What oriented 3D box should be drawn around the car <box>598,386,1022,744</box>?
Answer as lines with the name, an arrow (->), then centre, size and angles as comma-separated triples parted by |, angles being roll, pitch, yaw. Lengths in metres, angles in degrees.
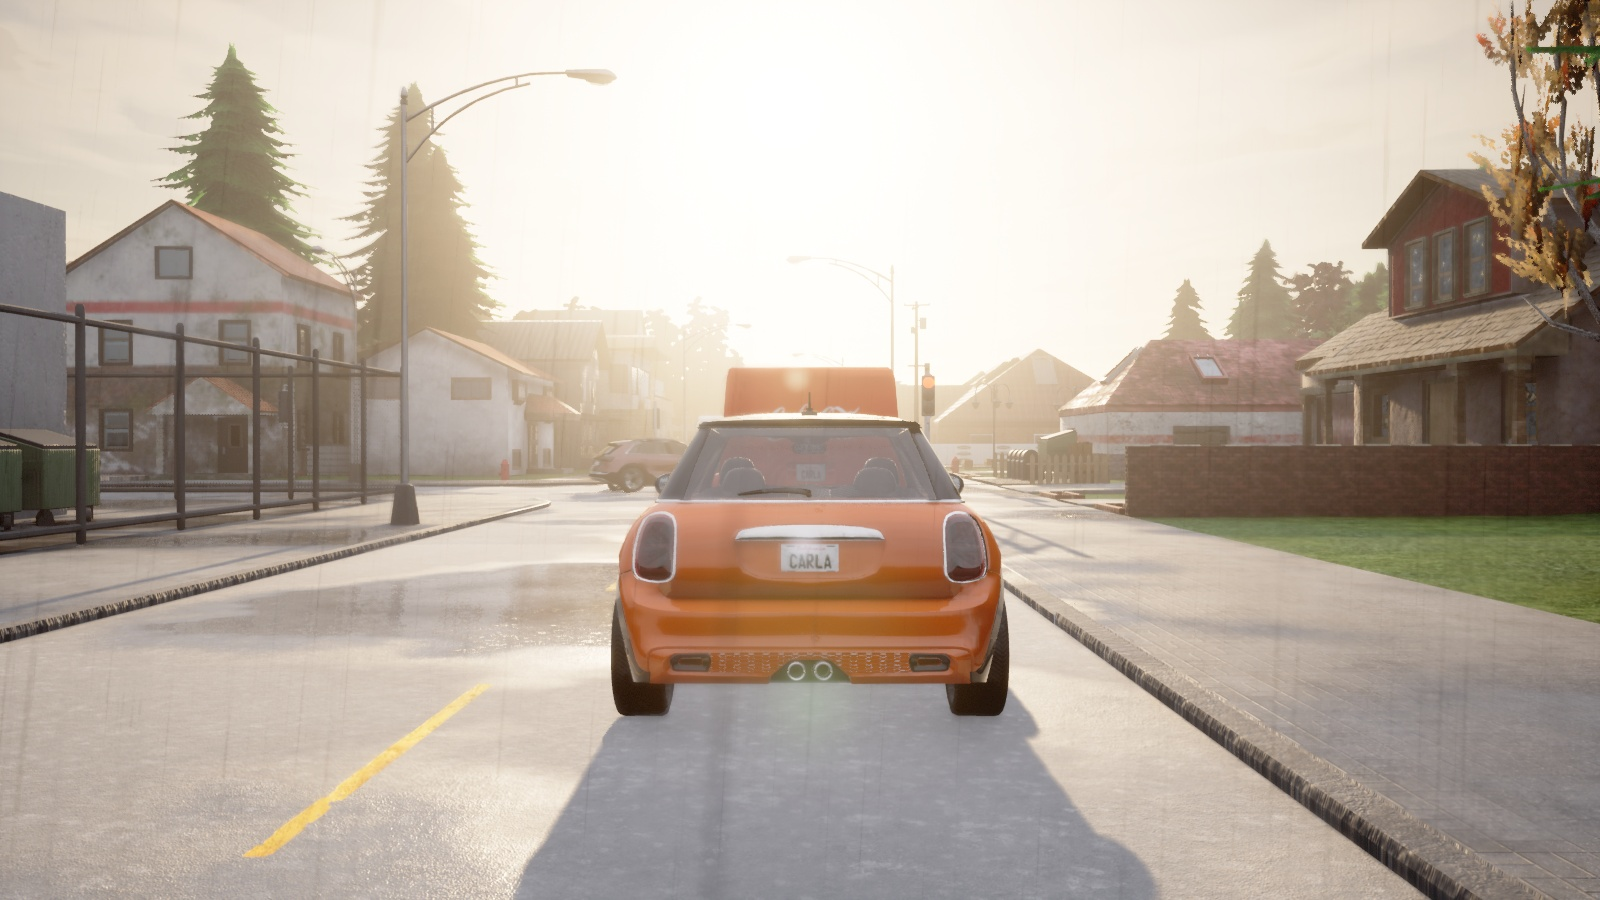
car -> 0.062, 0.557, 8.482 | 2.097, 1.767, 4.553 | 0, 0, 0

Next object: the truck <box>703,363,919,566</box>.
truck -> 0.125, 0.159, 17.875 | 2.627, 2.467, 5.204 | 0, 0, 0

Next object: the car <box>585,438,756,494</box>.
car -> -3.994, 0.454, 38.758 | 4.856, 1.649, 2.033 | 0, 1, -23
